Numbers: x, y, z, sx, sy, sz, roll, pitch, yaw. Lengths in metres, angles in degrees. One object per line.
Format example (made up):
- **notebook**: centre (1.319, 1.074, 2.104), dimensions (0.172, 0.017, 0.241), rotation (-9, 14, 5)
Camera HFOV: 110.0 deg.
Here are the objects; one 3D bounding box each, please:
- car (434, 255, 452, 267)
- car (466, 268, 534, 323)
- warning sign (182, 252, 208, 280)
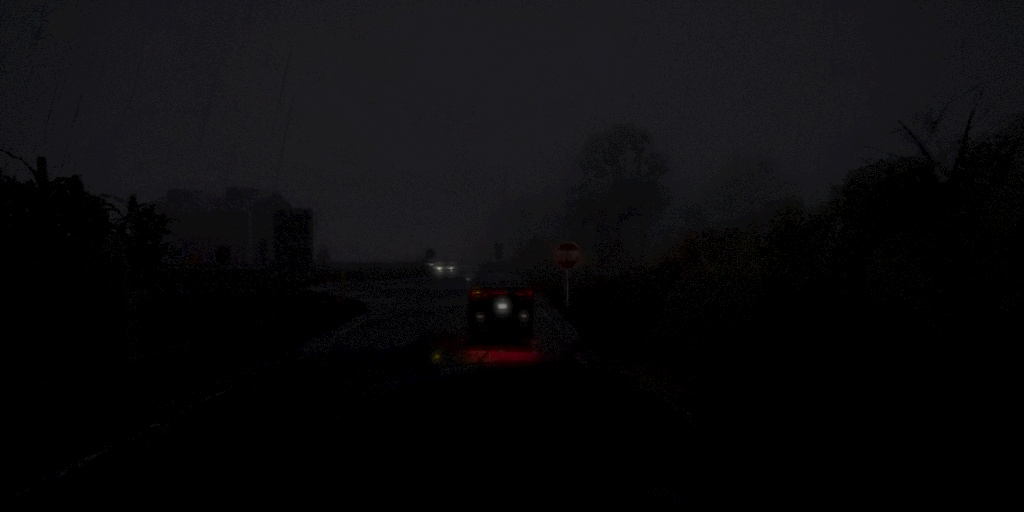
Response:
- **car**: centre (-9.691, 0.743, 51.595), dimensions (1.882, 1.535, 5.008), rotation (0, 1, -15)
- **car**: centre (-0.492, 1.131, 11.803), dimensions (1.882, 1.535, 5.008), rotation (0, 1, -6)
- **warning sign**: centre (-21.806, 0.659, 24.675), dimensions (1.060, 1.860, 1.300), rotation (0, 0, -1)
